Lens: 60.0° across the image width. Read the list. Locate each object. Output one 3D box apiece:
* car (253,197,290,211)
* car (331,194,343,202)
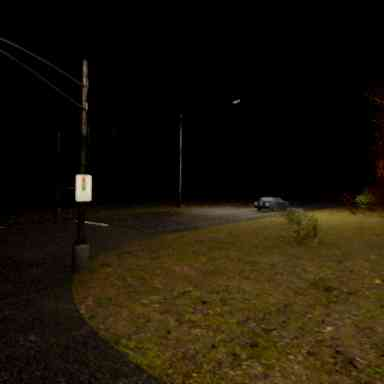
[{"bbox_3d":[8.277,1.174,34.283,2.033,1.411,5.357,2,2,38],"label":"car"},{"bbox_3d":[24.344,0.951,54.581,1.895,1.301,4.718,2,2,38],"label":"car"}]
